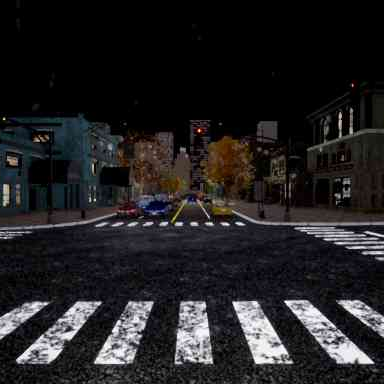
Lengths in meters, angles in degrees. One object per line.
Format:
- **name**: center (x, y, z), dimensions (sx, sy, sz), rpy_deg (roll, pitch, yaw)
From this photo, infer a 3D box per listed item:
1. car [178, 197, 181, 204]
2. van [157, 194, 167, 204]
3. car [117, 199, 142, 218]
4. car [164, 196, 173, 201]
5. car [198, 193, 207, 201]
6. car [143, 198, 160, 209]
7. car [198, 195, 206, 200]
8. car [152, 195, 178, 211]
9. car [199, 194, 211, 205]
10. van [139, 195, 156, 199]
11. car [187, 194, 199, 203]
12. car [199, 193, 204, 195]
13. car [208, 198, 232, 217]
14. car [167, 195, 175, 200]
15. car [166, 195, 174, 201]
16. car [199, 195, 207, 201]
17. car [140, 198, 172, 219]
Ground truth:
- **car**: center (-3.092, 1.554, 49.658), dimensions (1.994, 1.385, 4.181), rpy_deg (0, 0, 1)
- **van**: center (-5.703, 1.328, 63.683), dimensions (1.690, 1.788, 3.998), rpy_deg (0, 0, 0)
- **car**: center (-5.696, 1.577, 30.405), dimensions (1.802, 1.307, 4.206), rpy_deg (0, 0, 0)
- **car**: center (-5.704, 1.549, 80.322), dimensions (1.947, 1.339, 4.313), rpy_deg (0, 0, 0)
- **car**: center (2.673, 1.296, 85.870), dimensions (2.192, 1.841, 5.009), rpy_deg (-1, 0, 0)
- **car**: center (-5.699, 1.536, 47.045), dimensions (1.887, 1.381, 4.507), rpy_deg (0, 0, 0)
- **car**: center (2.675, 1.524, 91.416), dimensions (1.887, 1.381, 4.507), rpy_deg (-1, 0, 0)
- **car**: center (-3.104, 1.485, 39.333), dimensions (2.128, 1.511, 4.902), rpy_deg (0, 0, 0)
- **car**: center (2.680, 1.539, 58.138), dimensions (2.008, 1.369, 4.403), rpy_deg (-1, 0, 0)
- **van**: center (-5.700, 1.333, 41.497), dimensions (1.690, 1.788, 3.998), rpy_deg (0, 0, 0)
- **car**: center (0.057, 1.463, 70.837), dimensions (1.882, 1.535, 5.008), rpy_deg (0, 0, 0)
- **car**: center (2.677, 1.550, 74.777), dimensions (1.947, 1.339, 4.313), rpy_deg (-1, 0, 0)
- **car**: center (2.683, 1.520, 30.577), dimensions (1.752, 1.417, 4.829), rpy_deg (-1, 0, 0)
- **car**: center (-5.706, 1.562, 91.414), dimensions (1.802, 1.307, 4.206), rpy_deg (0, 0, 0)
- **car**: center (-5.705, 1.526, 85.868), dimensions (1.887, 1.381, 4.507), rpy_deg (0, 0, 0)
- **car**: center (2.677, 1.528, 80.323), dimensions (1.887, 1.381, 4.507), rpy_deg (-1, 0, 0)
- **car**: center (-3.121, 1.520, 29.660), dimensions (1.812, 1.442, 4.674), rpy_deg (0, 0, 0)
